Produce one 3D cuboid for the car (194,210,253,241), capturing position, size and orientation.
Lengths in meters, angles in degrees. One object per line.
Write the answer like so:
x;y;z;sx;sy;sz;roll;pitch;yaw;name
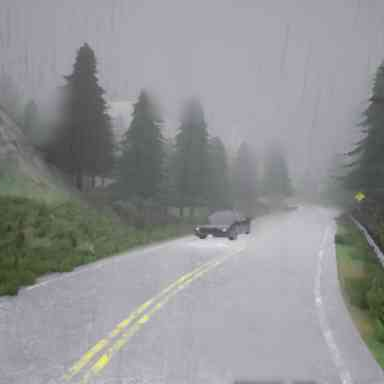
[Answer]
1.909;1.708;18.002;2.033;1.411;5.357;0;-1;24;car
